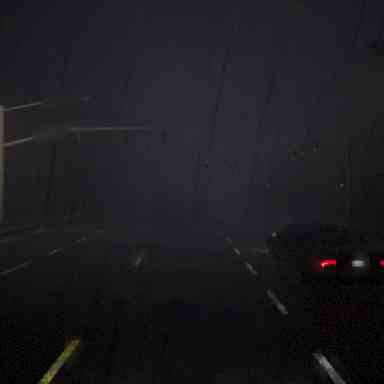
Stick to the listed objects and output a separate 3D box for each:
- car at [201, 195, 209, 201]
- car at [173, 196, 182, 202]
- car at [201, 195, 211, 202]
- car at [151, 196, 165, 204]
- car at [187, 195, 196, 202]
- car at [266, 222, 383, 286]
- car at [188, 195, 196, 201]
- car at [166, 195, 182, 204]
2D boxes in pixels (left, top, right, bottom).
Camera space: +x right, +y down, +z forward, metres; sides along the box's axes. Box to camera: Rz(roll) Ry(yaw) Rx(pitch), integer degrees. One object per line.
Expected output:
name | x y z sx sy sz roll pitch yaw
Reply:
car | 3.486 1.576 90.778 2.128 1.511 4.902 0 0 0
car | -3.513 1.694 81.903 1.994 1.385 4.181 0 0 0
car | 3.487 1.519 80.638 2.097 1.767 4.553 0 0 0
car | -7.015 1.664 66.318 1.812 1.442 4.674 0 0 0
car | -0.013 1.663 80.667 1.837 1.490 4.892 0 0 0
car | 3.541 1.568 9.548 2.033 1.411 5.357 0 0 1
car | -0.014 1.603 90.777 1.994 1.385 4.181 0 0 0
car | -3.519 1.492 66.436 2.097 1.767 4.553 0 0 0
